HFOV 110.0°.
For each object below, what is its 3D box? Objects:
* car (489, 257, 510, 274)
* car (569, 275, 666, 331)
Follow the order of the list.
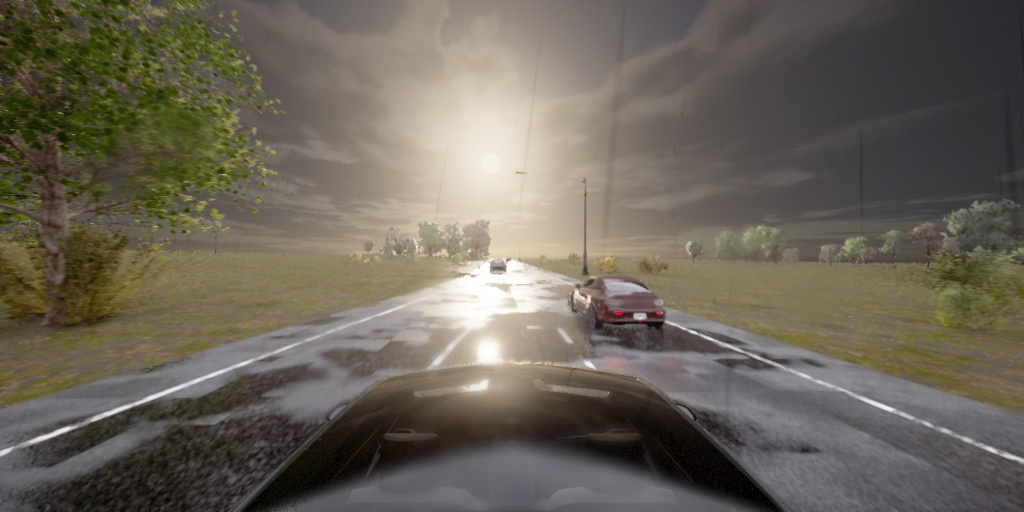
[{"bbox_3d":[-1.616,1.091,41.970,2.097,1.767,4.553,0,0,-2],"label":"car"},{"bbox_3d":[3.020,1.295,10.990,1.812,1.442,4.674,0,0,-2],"label":"car"}]
